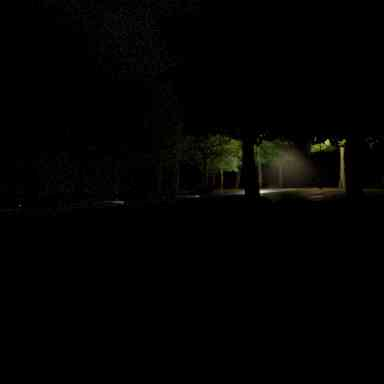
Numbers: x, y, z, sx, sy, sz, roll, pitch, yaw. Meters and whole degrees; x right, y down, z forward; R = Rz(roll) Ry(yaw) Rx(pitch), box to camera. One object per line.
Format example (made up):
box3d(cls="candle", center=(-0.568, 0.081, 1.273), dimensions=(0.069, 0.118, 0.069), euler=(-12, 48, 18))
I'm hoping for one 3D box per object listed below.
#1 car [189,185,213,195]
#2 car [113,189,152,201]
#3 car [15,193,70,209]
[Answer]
box3d(cls="car", center=(1.458, -0.299, 53.029), dimensions=(1.882, 1.535, 5.008), euler=(-1, 2, 38))
box3d(cls="car", center=(-7.328, 0.313, 41.666), dimensions=(2.033, 1.411, 5.357), euler=(-1, 2, 37))
box3d(cls="car", center=(-14.495, 0.829, 32.338), dimensions=(1.895, 1.301, 4.718), euler=(-1, 2, 37))
